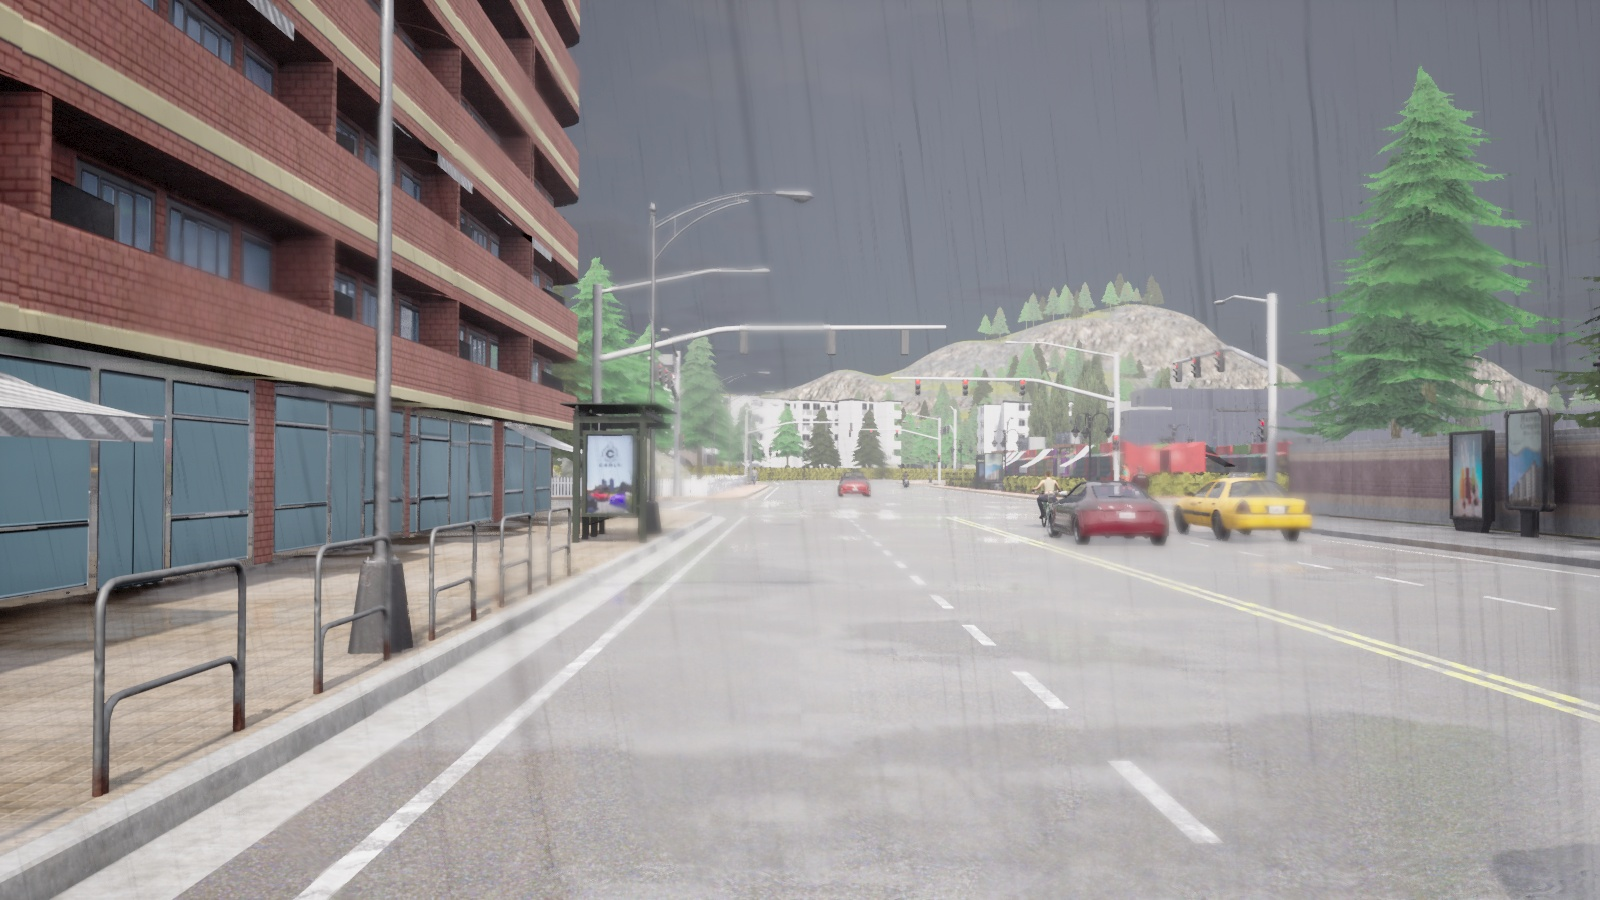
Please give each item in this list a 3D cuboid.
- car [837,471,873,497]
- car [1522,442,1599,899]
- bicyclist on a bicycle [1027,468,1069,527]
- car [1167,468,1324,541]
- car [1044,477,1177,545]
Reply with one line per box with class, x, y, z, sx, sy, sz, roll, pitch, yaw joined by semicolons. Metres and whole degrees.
car;3.301;2.029;76.449;2.007;1.525;4.514;0;-1;0
car;3.494;0.762;1.855;2.033;1.649;4.856;0;-1;0
bicyclist on a bicycle;6.904;1.310;34.999;0.866;1.612;1.509;0;-1;0
car;10.422;1.214;29.861;1.801;1.575;5.366;0;-1;0
car;6.923;1.328;28.475;1.994;1.385;4.181;0;-1;0
